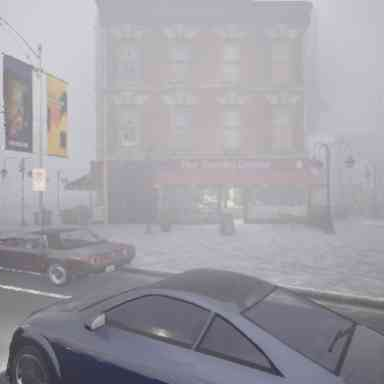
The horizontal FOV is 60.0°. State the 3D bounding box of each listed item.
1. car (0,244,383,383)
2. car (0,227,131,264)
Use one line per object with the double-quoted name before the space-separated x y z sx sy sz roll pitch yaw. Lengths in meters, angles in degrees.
"car" -0.084 1.580 3.587 4.181 1.385 1.994 -1 0 32
"car" -4.039 1.674 9.468 4.718 1.301 1.895 -1 0 28
